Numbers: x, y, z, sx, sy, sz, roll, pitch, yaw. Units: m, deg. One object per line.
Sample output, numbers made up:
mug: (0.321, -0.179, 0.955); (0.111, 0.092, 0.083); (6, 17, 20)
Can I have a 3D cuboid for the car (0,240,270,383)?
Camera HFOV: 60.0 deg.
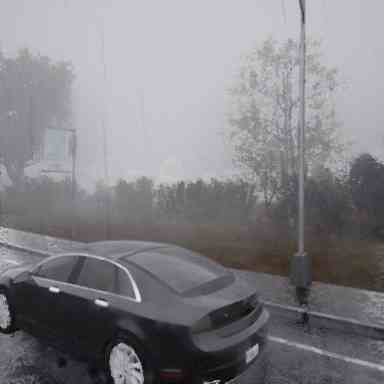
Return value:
car: (-1.272, 1.512, 5.102); (4.892, 1.490, 1.837); (0, 0, 37)
